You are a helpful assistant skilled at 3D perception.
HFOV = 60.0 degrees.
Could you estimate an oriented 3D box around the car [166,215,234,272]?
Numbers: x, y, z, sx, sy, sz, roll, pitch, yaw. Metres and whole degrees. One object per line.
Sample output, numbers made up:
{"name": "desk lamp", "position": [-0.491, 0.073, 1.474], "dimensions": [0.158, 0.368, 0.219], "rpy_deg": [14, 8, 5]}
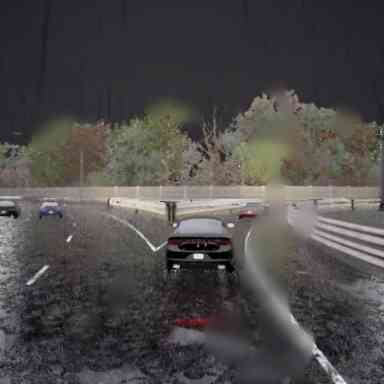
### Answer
{"name": "car", "position": [0.359, 1.482, 10.928], "dimensions": [1.882, 1.535, 5.008], "rpy_deg": [0, 0, 4]}

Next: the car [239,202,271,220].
{"name": "car", "position": [5.425, 1.575, 28.313], "dimensions": [1.994, 1.385, 4.181], "rpy_deg": [0, 0, 25]}

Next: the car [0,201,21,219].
{"name": "car", "position": [-16.146, 1.489, 29.097], "dimensions": [1.882, 1.535, 5.008], "rpy_deg": [0, 0, -23]}

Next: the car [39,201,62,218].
{"name": "car", "position": [-12.778, 1.538, 30.131], "dimensions": [1.812, 1.442, 4.674], "rpy_deg": [0, 0, -23]}
